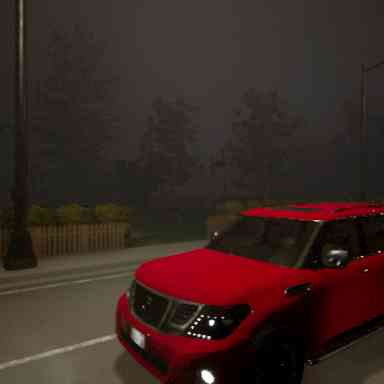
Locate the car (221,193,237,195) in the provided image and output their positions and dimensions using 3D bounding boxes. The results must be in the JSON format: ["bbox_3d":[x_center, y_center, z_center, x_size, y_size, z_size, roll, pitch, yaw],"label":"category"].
[{"bbox_3d":[6.621,1.241,55.588,2.150,2.045,5.566,0,0,-36],"label":"car"}]

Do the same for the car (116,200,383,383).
[{"bbox_3d":[1.689,1.224,5.164,5.566,2.045,2.150,0,0,-35],"label":"car"}]

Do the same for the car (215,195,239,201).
[{"bbox_3d":[4.915,1.615,51.955,1.895,1.301,4.718,0,0,-36],"label":"car"}]
